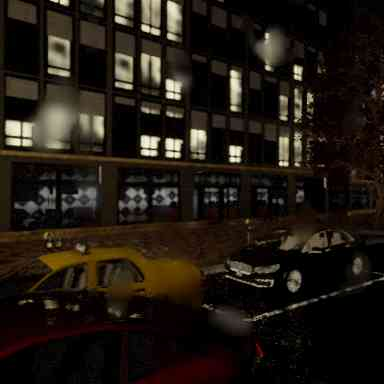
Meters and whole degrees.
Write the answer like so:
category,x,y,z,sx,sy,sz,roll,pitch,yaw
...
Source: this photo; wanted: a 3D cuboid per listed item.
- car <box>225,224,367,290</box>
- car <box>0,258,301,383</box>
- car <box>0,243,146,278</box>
category,x,y,z,sx,sy,sz,roll,pitch,yaw
car,2.813,1.551,8.563,4.403,1.369,2.008,0,0,-35
car,-1.330,1.564,2.430,4.181,1.385,1.994,0,0,-35
car,-1.960,1.526,5.158,4.829,1.417,1.752,0,0,-35
